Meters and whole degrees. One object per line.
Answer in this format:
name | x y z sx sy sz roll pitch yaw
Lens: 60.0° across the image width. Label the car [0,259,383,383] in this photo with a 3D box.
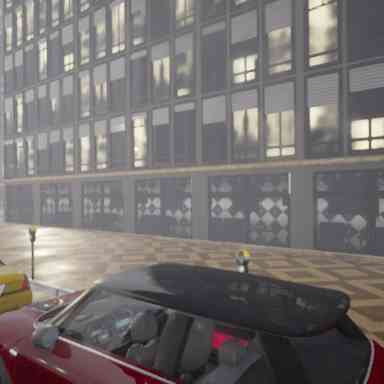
car | -0.368 1.437 3.156 4.097 1.590 1.967 0 -1 36
